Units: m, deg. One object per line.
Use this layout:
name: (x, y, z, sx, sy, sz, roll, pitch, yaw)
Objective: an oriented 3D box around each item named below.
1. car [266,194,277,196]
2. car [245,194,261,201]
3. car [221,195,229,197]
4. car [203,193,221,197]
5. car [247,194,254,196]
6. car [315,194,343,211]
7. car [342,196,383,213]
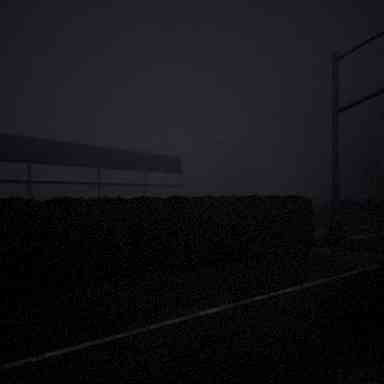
car: (19.147, 1.258, 77.460, 5.027, 1.636, 2.152, 0, 0, -36)
car: (15.160, 1.343, 82.499, 3.806, 1.475, 1.970, 0, 0, -36)
car: (7.294, 1.409, 81.392, 4.514, 1.523, 2.007, 0, 0, -36)
car: (3.168, 1.193, 69.930, 4.605, 1.855, 1.932, 0, 0, -36)
car: (9.816, 1.378, 59.371, 4.514, 1.523, 2.007, 0, 0, -36)
car: (16.203, 1.380, 37.108, 5.027, 1.636, 2.152, 0, 0, -36)
car: (18.066, 1.385, 34.583, 4.514, 1.523, 2.007, 0, 0, -36)
